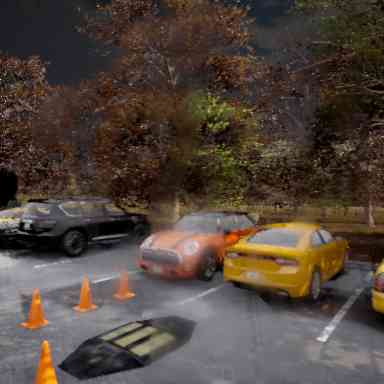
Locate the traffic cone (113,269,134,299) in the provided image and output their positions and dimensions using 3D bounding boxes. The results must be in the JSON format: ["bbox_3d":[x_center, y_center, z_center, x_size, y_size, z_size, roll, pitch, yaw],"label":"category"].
[{"bbox_3d":[-1.509,1.996,7.348,0.340,0.580,0.340,0,0,36],"label":"traffic cone"}]

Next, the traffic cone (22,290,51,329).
[{"bbox_3d":[-2.683,1.982,5.729,0.340,0.580,0.340,0,0,36],"label":"traffic cone"}]

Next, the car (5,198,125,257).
[{"bbox_3d":[-4.078,1.267,13.610,2.435,2.045,5.566,1,0,36],"label":"car"}]

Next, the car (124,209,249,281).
[{"bbox_3d":[0.440,1.419,10.336,2.185,1.767,4.553,0,0,36],"label":"car"}]

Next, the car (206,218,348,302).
[{"bbox_3d":[2.673,1.544,8.671,2.097,1.535,5.008,0,0,36],"label":"car"}]

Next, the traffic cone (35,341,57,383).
[{"bbox_3d":[-1.650,1.976,3.746,0.340,0.580,0.340,0,0,36],"label":"traffic cone"}]

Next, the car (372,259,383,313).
[{"bbox_3d":[5.139,1.538,7.118,1.946,1.575,5.366,0,0,36],"label":"car"}]

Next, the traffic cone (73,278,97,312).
[{"bbox_3d":[-2.096,1.989,6.539,0.340,0.580,0.340,0,0,36],"label":"traffic cone"}]

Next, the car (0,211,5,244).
[{"bbox_3d":[-6.352,1.493,15.229,2.097,1.535,5.008,1,0,36],"label":"car"}]
